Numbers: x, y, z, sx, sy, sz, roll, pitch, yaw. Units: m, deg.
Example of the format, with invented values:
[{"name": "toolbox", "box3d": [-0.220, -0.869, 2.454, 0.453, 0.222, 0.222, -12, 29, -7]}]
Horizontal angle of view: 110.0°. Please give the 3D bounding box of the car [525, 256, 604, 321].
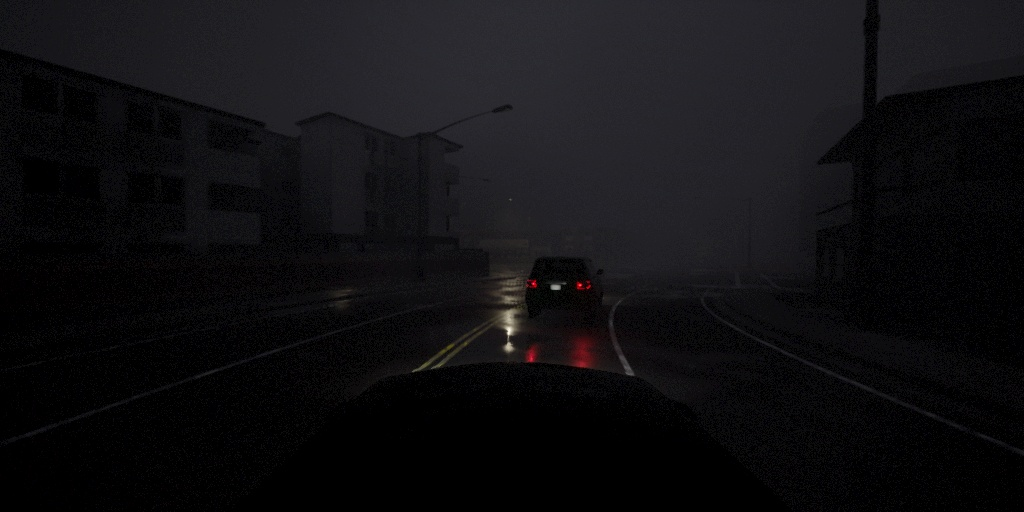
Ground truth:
[{"name": "car", "box3d": [2.074, 1.037, 13.136, 2.150, 2.045, 5.566, 0, 0, 17]}]
